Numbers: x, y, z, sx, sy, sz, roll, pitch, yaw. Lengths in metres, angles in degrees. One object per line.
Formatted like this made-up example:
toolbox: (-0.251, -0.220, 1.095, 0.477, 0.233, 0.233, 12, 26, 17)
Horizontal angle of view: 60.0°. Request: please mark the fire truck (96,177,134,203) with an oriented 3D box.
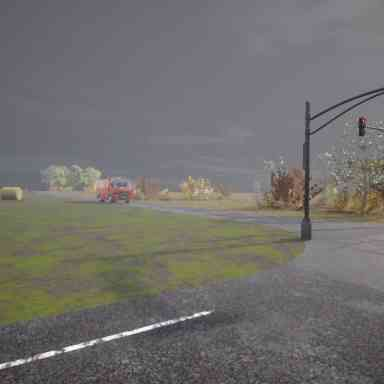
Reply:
fire truck: (-11.764, -0.355, 50.031, 2.891, 3.827, 8.468, 1, 0, -32)
